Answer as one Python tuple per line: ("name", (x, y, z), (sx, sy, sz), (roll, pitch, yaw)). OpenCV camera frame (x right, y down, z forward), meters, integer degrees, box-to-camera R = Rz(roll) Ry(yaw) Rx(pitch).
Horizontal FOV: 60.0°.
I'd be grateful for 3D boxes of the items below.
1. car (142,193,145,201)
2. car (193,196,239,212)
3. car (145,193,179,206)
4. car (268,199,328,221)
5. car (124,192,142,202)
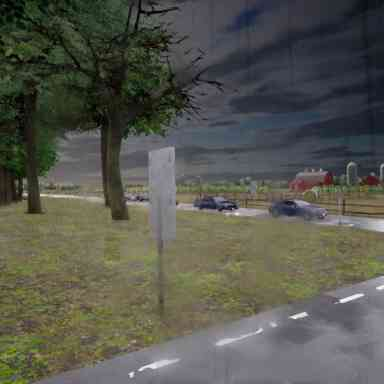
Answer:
("car", (-8.066, 0.810, 52.362), (1.994, 1.385, 4.181), (-1, 1, -35))
("car", (2.266, 1.142, 33.072), (2.033, 1.411, 5.357), (-1, 2, -36))
("car", (-3.505, 0.800, 41.080), (2.097, 1.767, 4.553), (-1, 1, -36))
("car", (7.903, 1.277, 25.233), (1.812, 1.442, 4.674), (-1, 2, -35))
("car", (-9.938, 0.792, 50.079), (2.128, 1.511, 4.902), (-1, 1, -35))
